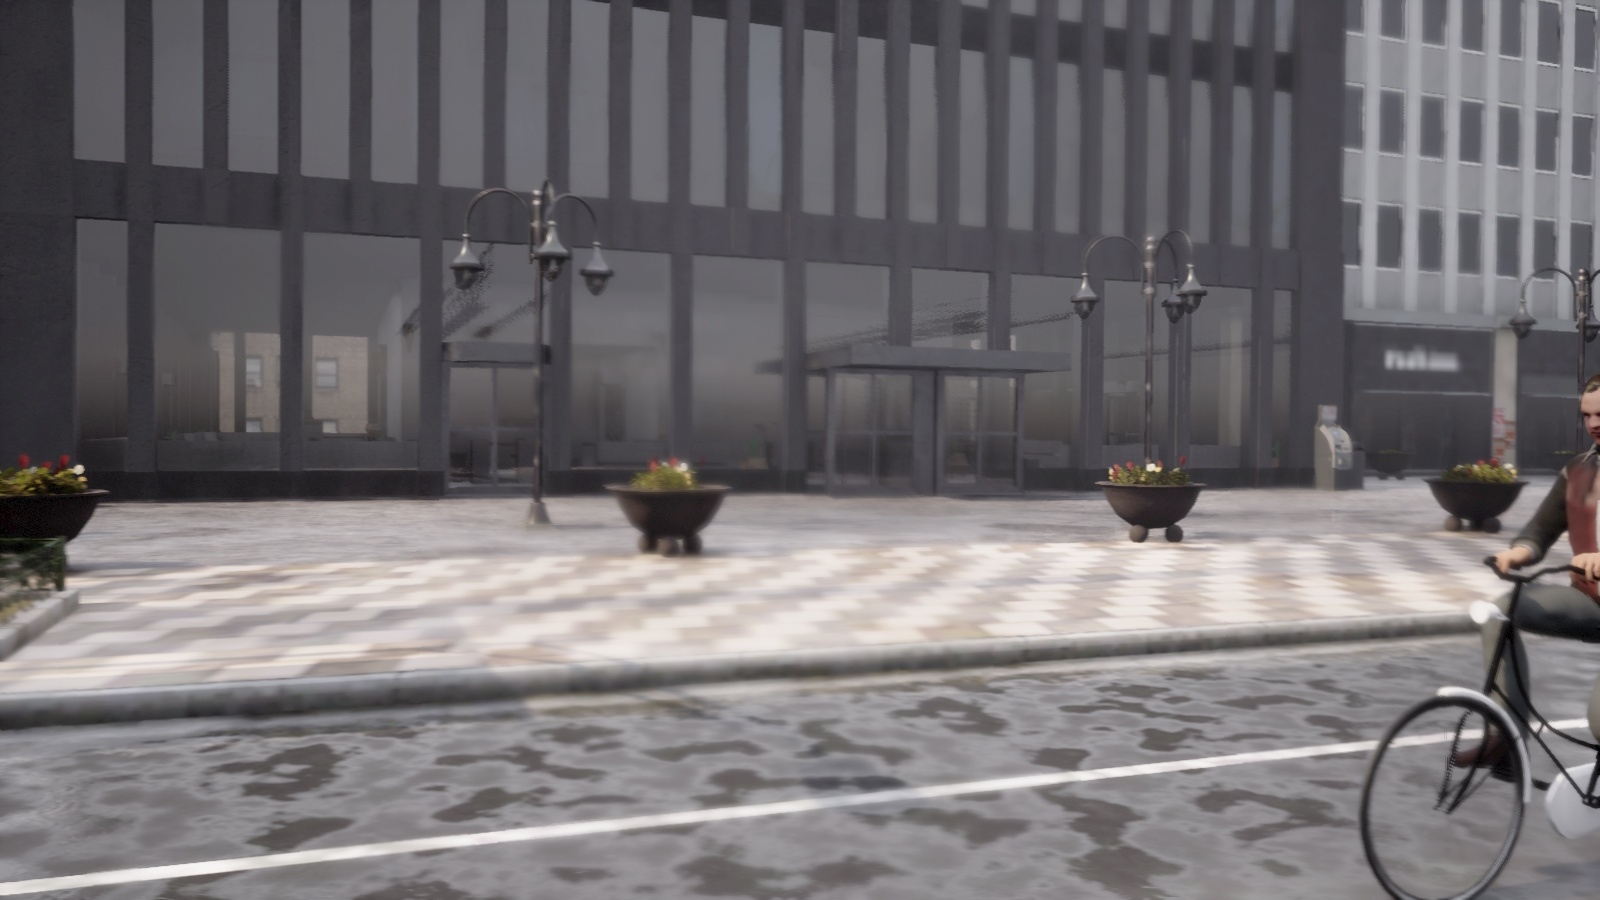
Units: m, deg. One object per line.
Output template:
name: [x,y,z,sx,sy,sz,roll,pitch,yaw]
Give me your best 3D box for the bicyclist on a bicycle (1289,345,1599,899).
bicyclist on a bicycle: [2.630,0.564,4.240,1.843,1.776,0.659,-1,1,-21]
